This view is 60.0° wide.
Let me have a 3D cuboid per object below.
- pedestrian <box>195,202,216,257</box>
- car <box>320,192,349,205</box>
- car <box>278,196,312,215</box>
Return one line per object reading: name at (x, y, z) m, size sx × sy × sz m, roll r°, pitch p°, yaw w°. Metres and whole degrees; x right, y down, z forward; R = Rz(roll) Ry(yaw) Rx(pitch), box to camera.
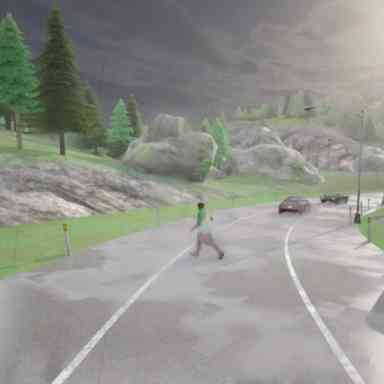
pedestrian at (0.404, 1.179, 10.551) m, size 0.375 × 1.860 × 0.375 m, roll -3°, pitch 5°, yaw 13°
car at (16.473, 0.676, 38.252) m, size 1.895 × 1.301 × 4.718 m, roll 5°, pitch 5°, yaw 41°
car at (8.664, 1.059, 27.741) m, size 1.994 × 1.385 × 4.181 m, roll 3°, pitch 3°, yaw 30°
